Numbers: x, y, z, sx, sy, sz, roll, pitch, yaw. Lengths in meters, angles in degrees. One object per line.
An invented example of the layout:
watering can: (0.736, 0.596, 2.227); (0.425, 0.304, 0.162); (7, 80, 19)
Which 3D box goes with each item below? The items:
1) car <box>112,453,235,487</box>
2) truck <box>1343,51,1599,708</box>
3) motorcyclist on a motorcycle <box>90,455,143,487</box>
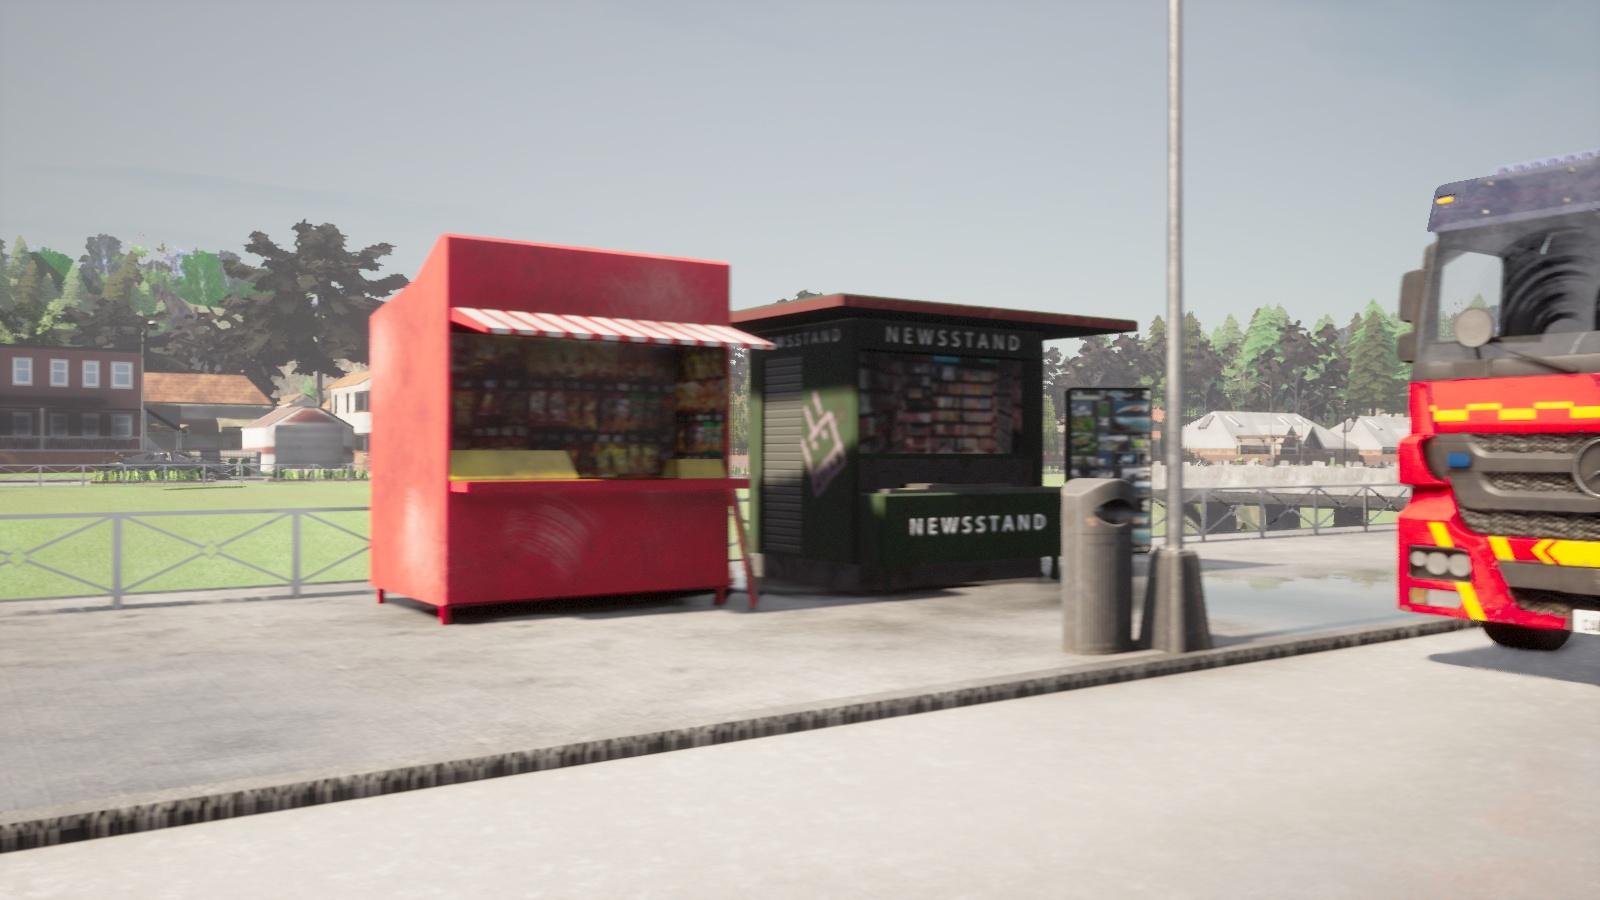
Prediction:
car: (-29.412, 0.908, 58.975); (4.902, 1.511, 2.128); (0, 0, -35)
truck: (8.038, -0.413, 9.870); (8.468, 3.827, 2.891); (0, 0, -35)
motorcyclist on a motorcycle: (-33.292, 1.000, 61.149); (2.191, 1.530, 0.866); (0, 0, -35)
